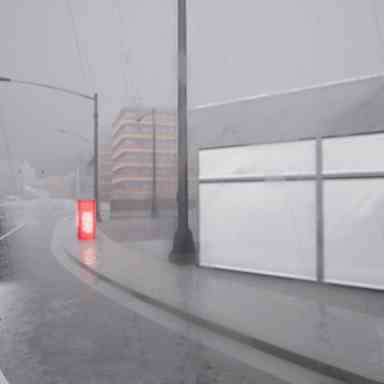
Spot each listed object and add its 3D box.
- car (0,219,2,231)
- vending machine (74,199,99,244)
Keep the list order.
[{"bbox_3d":[-12.685,1.799,19.811,1.812,1.442,4.674,0,-1,-21],"label":"car"},{"bbox_3d":[-5.193,1.391,16.355,1.100,2.100,0.880,0,-1,-22],"label":"vending machine"}]
